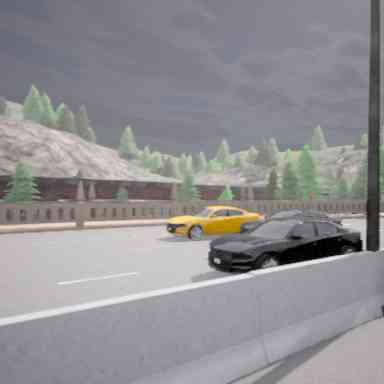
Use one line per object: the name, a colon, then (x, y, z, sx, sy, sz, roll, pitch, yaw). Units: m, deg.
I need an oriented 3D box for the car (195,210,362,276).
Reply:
car: (2.801, 1.482, 9.675, 5.008, 1.535, 1.882, 0, 0, -30)

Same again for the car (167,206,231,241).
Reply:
car: (1.158, 1.470, 16.768, 5.008, 1.535, 1.882, 0, 0, -29)

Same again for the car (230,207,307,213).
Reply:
car: (4.389, 1.490, 14.552, 5.008, 1.535, 1.882, 0, 0, -28)
